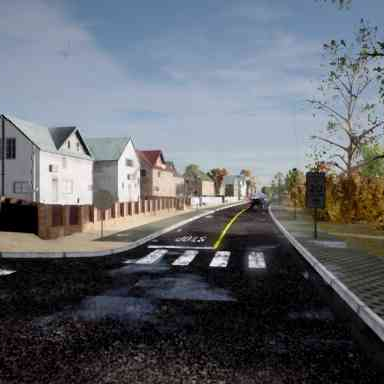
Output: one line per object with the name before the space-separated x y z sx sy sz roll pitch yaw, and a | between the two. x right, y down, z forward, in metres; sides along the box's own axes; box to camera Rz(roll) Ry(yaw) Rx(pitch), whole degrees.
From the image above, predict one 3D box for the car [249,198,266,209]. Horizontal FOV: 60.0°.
car | 9.346 1.674 48.000 1.837 1.490 4.892 0 -1 13
